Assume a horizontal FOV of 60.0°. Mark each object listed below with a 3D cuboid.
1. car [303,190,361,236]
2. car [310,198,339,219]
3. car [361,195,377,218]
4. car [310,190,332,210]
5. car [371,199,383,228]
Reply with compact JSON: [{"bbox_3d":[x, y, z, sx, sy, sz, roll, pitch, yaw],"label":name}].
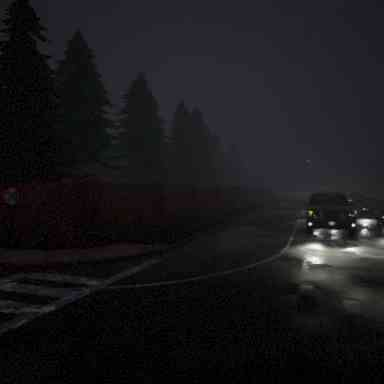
[{"bbox_3d":[7.136,1.023,17.531,2.150,2.045,5.566,0,1,18],"label":"car"},{"bbox_3d":[10.405,1.270,26.362,1.994,1.385,4.181,0,1,20],"label":"car"},{"bbox_3d":[14.123,1.209,26.310,1.812,1.442,4.674,0,1,20],"label":"car"},{"bbox_3d":[14.441,0.809,37.321,2.150,2.045,5.566,0,0,21],"label":"car"},{"bbox_3d":[10.723,1.309,17.070,1.812,1.442,4.674,0,1,20],"label":"car"}]
